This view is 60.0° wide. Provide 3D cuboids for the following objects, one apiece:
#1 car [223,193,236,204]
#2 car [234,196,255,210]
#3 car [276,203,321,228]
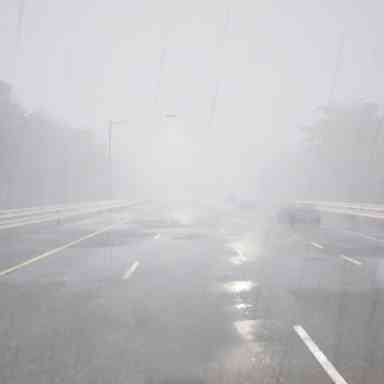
[{"bbox_3d":[7.223,1.210,62.869,2.150,2.045,5.566,0,0,0],"label":"car"},{"bbox_3d":[7.111,1.565,43.953,1.994,1.385,4.181,0,0,0],"label":"car"},{"bbox_3d":[7.031,1.491,22.377,2.128,1.511,4.902,0,0,0],"label":"car"}]
